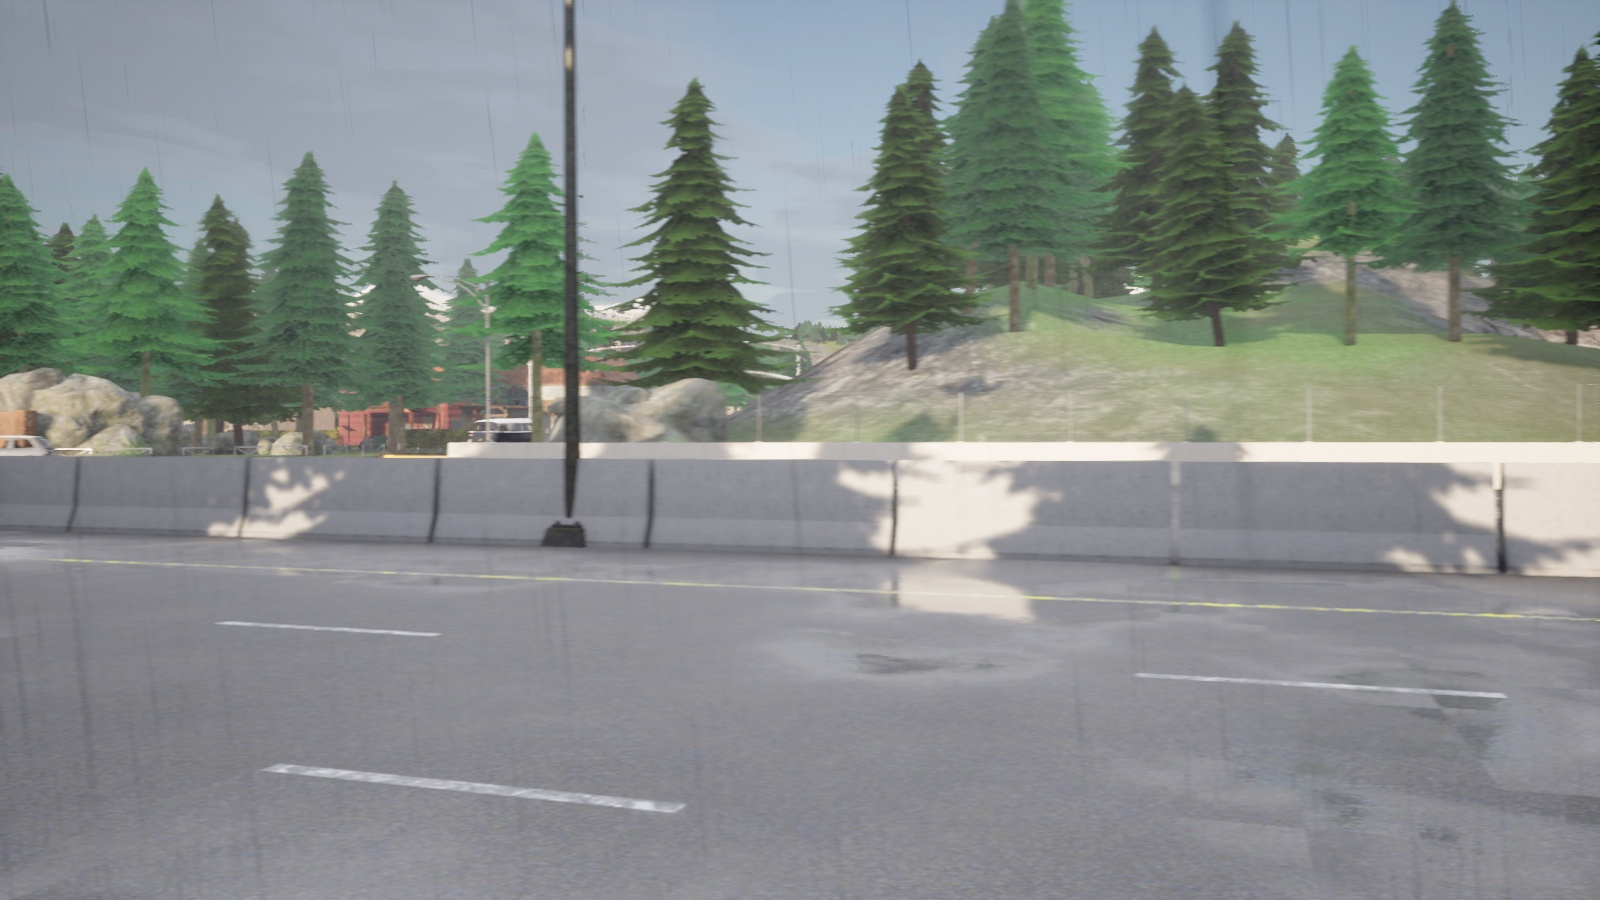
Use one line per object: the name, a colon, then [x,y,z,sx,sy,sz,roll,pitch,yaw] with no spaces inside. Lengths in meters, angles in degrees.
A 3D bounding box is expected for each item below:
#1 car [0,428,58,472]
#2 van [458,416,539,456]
car: [-27.827,-0.009,43.000,3.806,1.475,1.970,0,1,-17]
van: [-15.852,-0.772,66.190,2.069,2.038,4.480,1,1,19]
